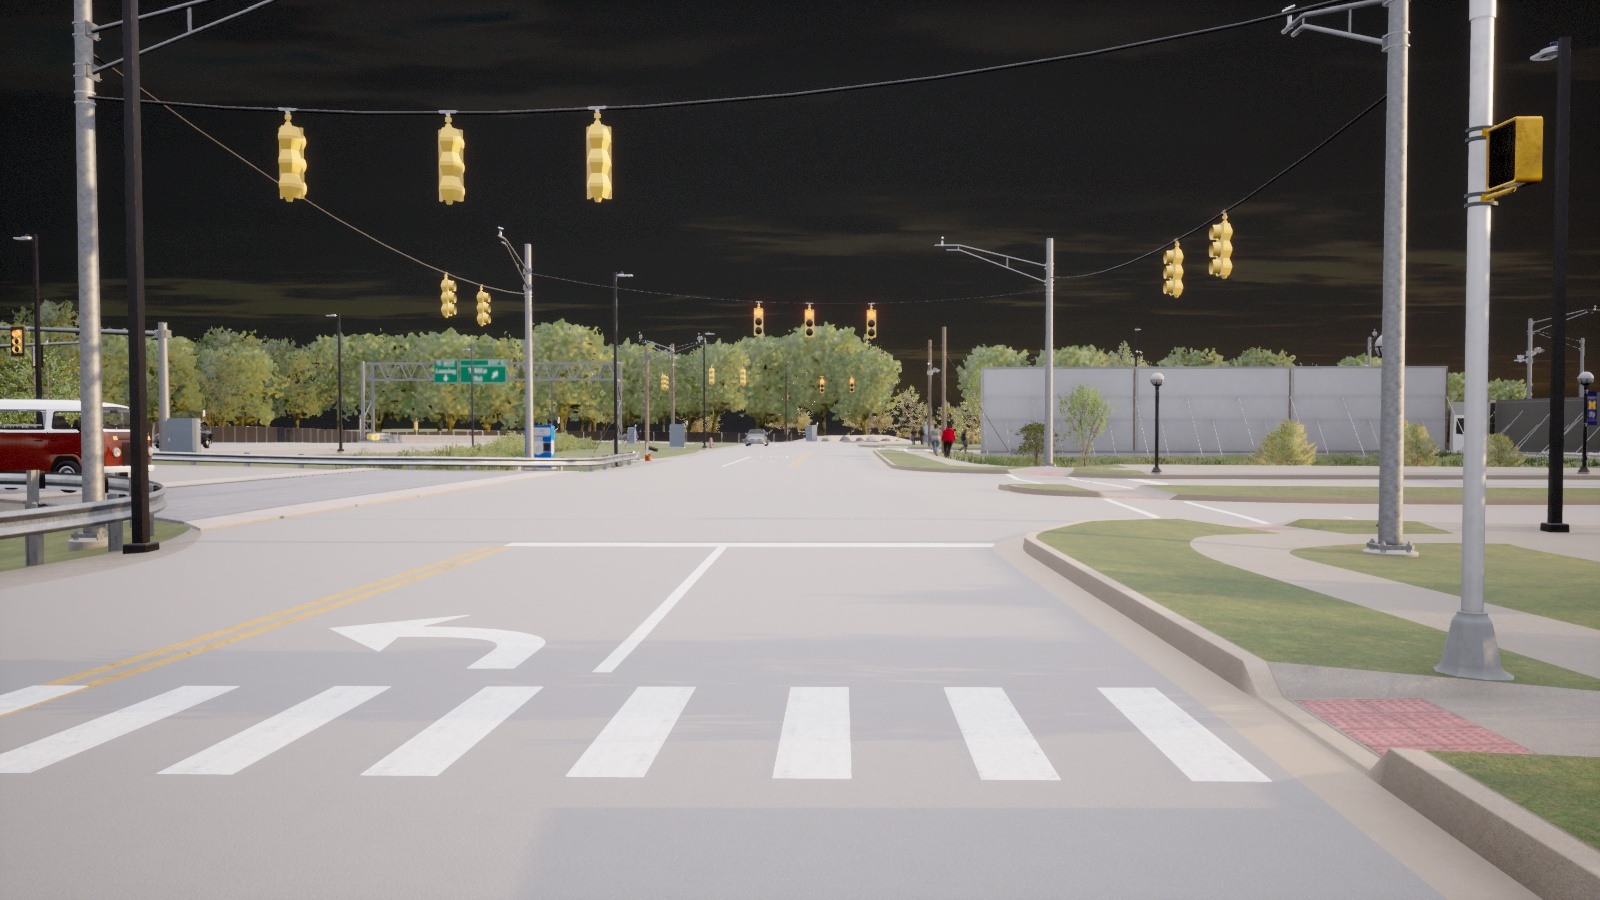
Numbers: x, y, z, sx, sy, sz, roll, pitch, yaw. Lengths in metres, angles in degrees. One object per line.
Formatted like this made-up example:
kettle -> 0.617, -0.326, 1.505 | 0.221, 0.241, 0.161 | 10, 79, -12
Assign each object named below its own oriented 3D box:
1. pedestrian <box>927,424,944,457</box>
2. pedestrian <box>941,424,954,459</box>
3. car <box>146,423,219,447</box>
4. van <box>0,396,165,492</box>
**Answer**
pedestrian -> 7.820, -0.565, 72.388 | 0.874, 1.855, 0.900 | 0, 2, 1
pedestrian -> 7.848, -0.469, 66.748 | 0.634, 1.844, 0.899 | 0, 2, 2
car -> -39.441, -0.941, 80.375 | 2.128, 1.511, 4.902 | 0, 1, 2
van -> -16.840, -0.137, 27.854 | 4.480, 2.038, 2.069 | 0, 1, 5
